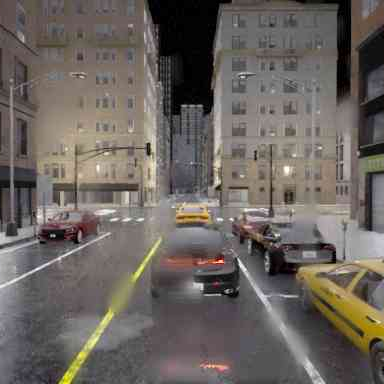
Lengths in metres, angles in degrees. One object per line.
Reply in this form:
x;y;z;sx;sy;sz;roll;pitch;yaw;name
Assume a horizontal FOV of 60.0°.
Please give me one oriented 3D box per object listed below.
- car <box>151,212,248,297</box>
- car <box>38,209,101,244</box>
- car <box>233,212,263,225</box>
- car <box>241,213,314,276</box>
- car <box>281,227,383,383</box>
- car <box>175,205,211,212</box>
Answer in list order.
0.073;1.502;8.546;1.837;1.490;4.892;0;0;0;car
-5.662;1.539;15.792;1.887;1.381;4.507;-1;0;0;car
2.883;1.577;15.784;1.802;1.307;4.206;-1;0;0;car
2.876;1.563;10.198;1.947;1.339;4.313;-1;0;0;car
2.868;1.524;4.782;1.752;1.417;4.829;-1;0;0;car
0.053;1.471;18.973;1.882;1.535;5.008;0;0;1;car
